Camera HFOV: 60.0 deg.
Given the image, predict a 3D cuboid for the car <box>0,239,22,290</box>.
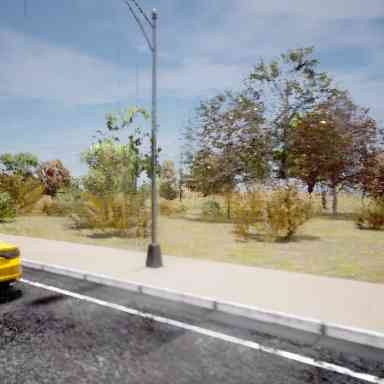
[{"bbox_3d":[-6.100,1.556,8.042,5.008,1.535,1.882,-1,-1,36],"label":"car"}]
